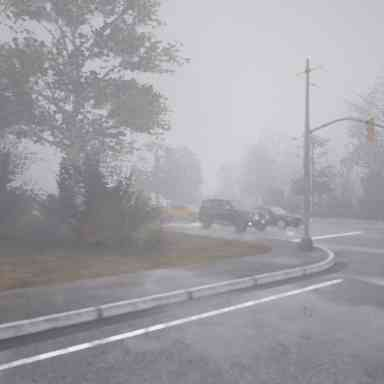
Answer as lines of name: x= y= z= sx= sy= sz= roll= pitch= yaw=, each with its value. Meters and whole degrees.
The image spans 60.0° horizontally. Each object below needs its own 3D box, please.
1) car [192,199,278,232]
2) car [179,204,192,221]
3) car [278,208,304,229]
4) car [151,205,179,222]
car: x=2.702 y=1.494 z=22.554 sx=2.150 sy=2.045 sz=5.566 roll=1 pitch=-1 yaw=-37
car: x=-0.434 y=1.916 z=31.614 sx=1.882 sy=1.535 sz=5.008 roll=1 pitch=-2 yaw=-43
car: x=5.738 y=1.785 z=24.289 sx=1.882 sy=1.535 sz=5.008 roll=1 pitch=-1 yaw=-39
car: x=-3.754 y=1.908 z=30.068 sx=2.128 sy=1.511 sz=4.902 roll=1 pitch=-2 yaw=-42
